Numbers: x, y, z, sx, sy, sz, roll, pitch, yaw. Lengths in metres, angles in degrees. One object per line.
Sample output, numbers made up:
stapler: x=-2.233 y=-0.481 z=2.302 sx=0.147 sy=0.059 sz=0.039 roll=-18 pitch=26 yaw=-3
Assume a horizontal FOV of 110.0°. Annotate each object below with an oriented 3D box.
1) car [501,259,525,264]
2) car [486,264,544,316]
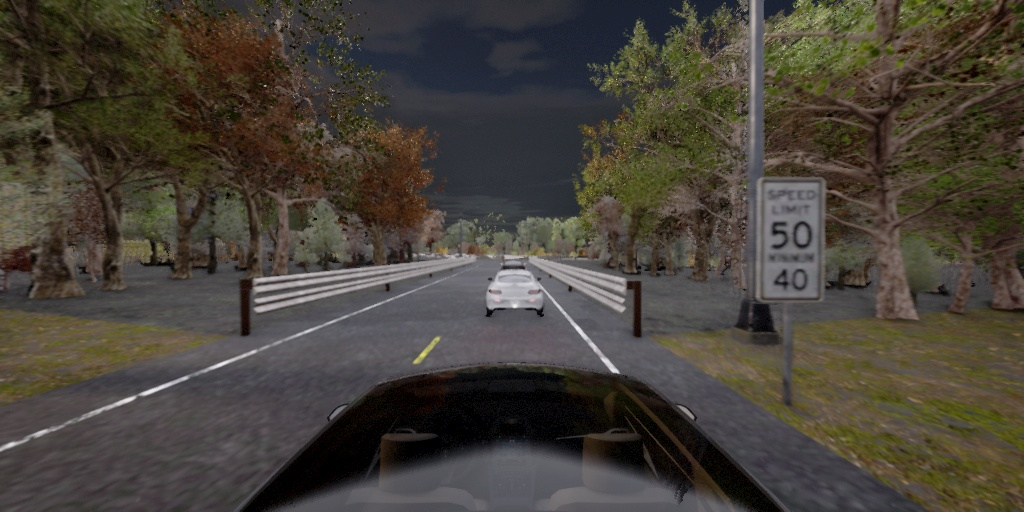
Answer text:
car: x=0.096 y=1.003 z=28.595 sx=1.882 sy=1.535 sz=5.008 roll=0 pitch=1 yaw=0
car: x=0.092 y=1.184 z=12.752 sx=1.812 sy=1.442 sz=4.674 roll=0 pitch=1 yaw=0
